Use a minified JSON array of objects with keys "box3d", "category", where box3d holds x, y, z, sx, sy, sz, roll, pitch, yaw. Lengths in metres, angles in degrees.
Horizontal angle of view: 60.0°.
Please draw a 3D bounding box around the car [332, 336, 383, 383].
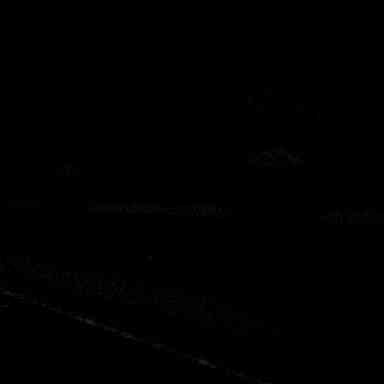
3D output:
[{"box3d":[2.893,1.315,0.785,5.009,1.841,2.192,0,0,36],"category":"car"}]
